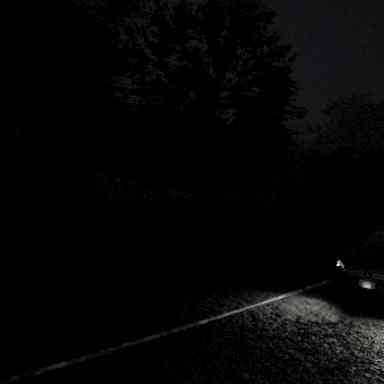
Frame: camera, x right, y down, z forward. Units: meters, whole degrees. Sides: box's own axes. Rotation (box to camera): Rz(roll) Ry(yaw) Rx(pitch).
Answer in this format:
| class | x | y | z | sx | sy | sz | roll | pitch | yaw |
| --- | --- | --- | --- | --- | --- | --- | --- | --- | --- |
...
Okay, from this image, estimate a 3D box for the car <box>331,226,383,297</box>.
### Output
| class | x | y | z | sx | sy | sz | roll | pitch | yaw |
| --- | --- | --- | --- | --- | --- | --- | --- | --- | --- |
| car | 5.170 | 1.538 | 7.999 | 4.674 | 1.442 | 1.812 | 0 | 0 | -41 |
